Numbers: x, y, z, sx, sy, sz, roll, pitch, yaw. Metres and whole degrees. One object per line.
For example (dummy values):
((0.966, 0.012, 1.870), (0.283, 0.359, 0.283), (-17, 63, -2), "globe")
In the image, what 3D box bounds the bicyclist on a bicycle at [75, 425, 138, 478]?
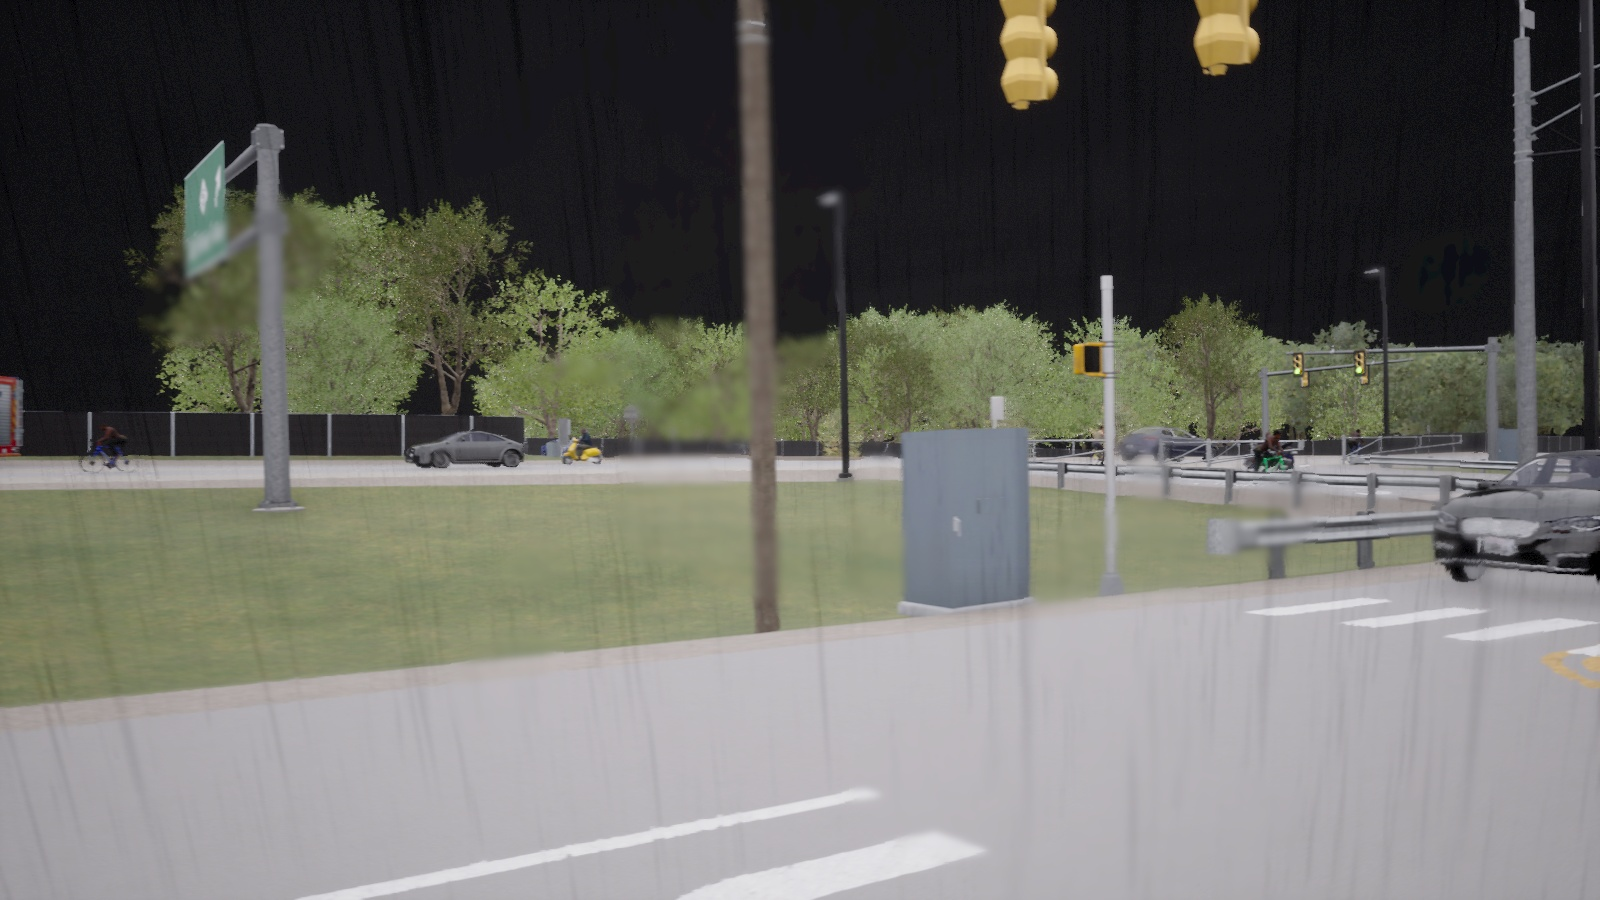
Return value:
((-21.806, 0.028, 39.488), (1.656, 1.620, 0.582), (-1, 0, -35), "bicyclist on a bicycle")

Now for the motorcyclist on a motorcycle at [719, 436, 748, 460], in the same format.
((-4.379, -0.120, 82.272), (0.866, 1.530, 2.191), (-2, 1, -34), "motorcyclist on a motorcycle")

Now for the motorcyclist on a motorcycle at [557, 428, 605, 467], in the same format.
((-9.278, -0.107, 53.226), (1.817, 1.590, 0.866), (-1, 0, -33), "motorcyclist on a motorcycle")

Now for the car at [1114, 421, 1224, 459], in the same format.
((16.978, -0.436, 57.735), (5.027, 1.651, 2.152), (0, 0, -35), "car")

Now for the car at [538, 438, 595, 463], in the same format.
((-15.757, 0.059, 84.531), (1.882, 1.535, 5.008), (-2, 0, -35), "car")

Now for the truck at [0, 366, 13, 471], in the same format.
((-33.327, -1.140, 44.759), (8.468, 3.827, 2.891), (0, 0, -14), "truck")

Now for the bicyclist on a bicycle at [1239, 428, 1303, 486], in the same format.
((13.614, 0.186, 36.351), (0.582, 1.620, 1.656), (0, 2, -35), "bicyclist on a bicycle")

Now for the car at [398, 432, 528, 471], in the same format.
((-12.330, 0.044, 46.021), (4.181, 1.385, 1.994), (-1, 0, -35), "car")

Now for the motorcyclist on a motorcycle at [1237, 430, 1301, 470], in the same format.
((18.465, -0.020, 49.475), (0.866, 1.530, 2.191), (0, 2, -36), "motorcyclist on a motorcycle")

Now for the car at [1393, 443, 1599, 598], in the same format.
((9.189, 0.677, 14.462), (4.902, 1.511, 2.128), (0, 0, -35), "car")
